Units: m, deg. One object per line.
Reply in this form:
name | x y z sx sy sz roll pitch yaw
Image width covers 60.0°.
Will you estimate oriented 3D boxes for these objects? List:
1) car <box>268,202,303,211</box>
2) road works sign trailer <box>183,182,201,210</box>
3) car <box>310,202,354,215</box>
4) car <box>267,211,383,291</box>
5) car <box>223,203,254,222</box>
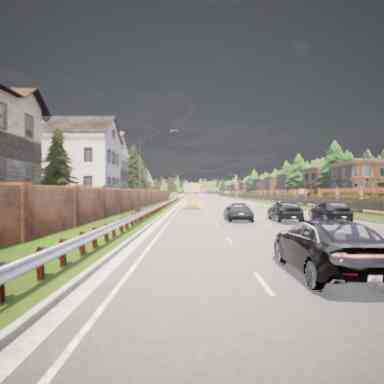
car | 7.108 1.509 25.613 1.837 1.490 4.892 0 0 0
road works sign trailer | 0.013 0.472 43.069 2.380 3.560 2.880 0 0 0
car | 10.607 1.509 25.607 1.837 1.490 4.892 0 0 0
car | 3.603 1.493 8.962 2.128 1.511 4.902 0 0 0
car | 3.608 1.568 26.222 1.994 1.385 4.181 0 0 0
